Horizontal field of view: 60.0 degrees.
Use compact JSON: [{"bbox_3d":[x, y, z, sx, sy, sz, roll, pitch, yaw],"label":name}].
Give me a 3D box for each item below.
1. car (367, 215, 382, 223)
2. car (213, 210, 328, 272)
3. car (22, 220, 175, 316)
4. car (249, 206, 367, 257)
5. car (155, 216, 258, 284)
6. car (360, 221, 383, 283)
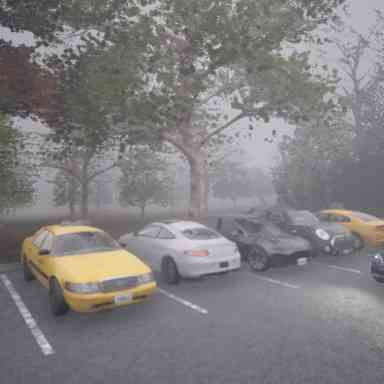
[{"bbox_3d":[6.089,1.515,14.402,2.097,1.535,5.008,0,0,-36],"label":"car"},{"bbox_3d":[1.694,1.530,11.235,2.163,1.488,4.792,0,0,-36],"label":"car"},{"bbox_3d":[-2.725,1.483,7.889,1.946,1.575,5.366,0,0,-36],"label":"car"},{"bbox_3d":[3.812,1.382,12.821,2.185,1.767,4.553,0,0,-36],"label":"car"},{"bbox_3d":[-0.577,1.533,9.647,2.002,1.452,4.674,0,0,-36],"label":"car"},{"bbox_3d":[6.499,1.553,8.581,4.674,1.442,1.812,0,0,-36],"label":"car"}]
